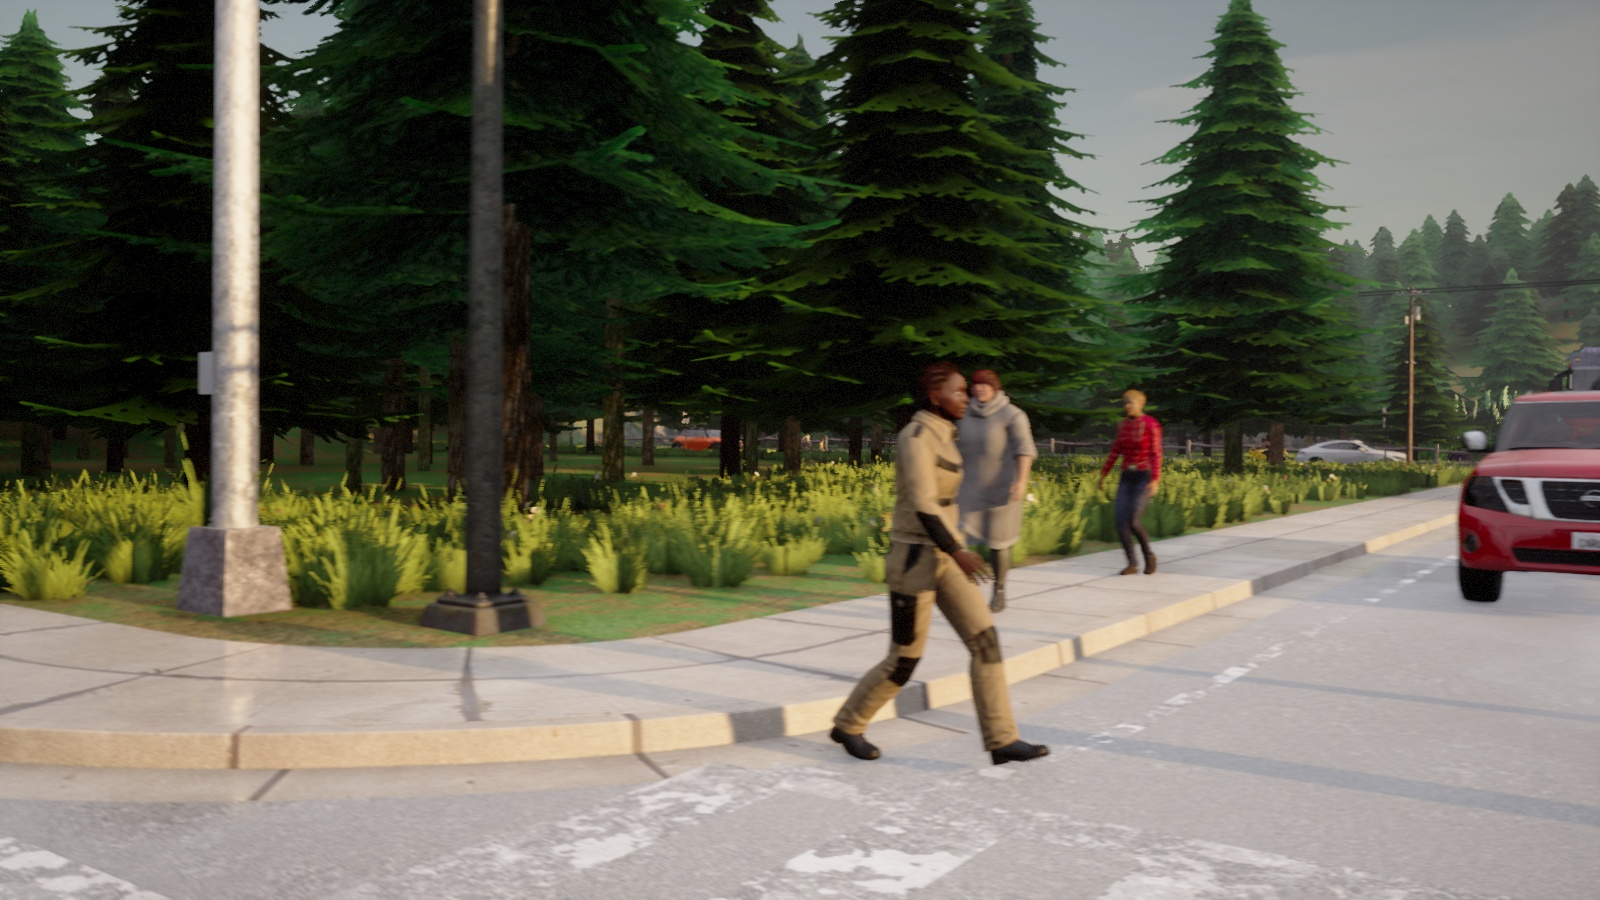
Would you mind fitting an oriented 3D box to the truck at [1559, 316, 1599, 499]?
[{"bbox_3d":[19.662,-0.945,29.254,2.891,3.827,8.468,0,1,35],"label":"truck"}]

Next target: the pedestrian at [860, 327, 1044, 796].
[{"bbox_3d":[0.666,0.457,5.491,0.692,1.930,0.396,0,1,28],"label":"pedestrian"}]

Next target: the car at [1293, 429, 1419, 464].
[{"bbox_3d":[24.061,-0.159,54.434,4.674,1.442,1.812,0,1,38],"label":"car"}]

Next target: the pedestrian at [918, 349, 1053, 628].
[{"bbox_3d":[1.389,0.264,9.331,0.659,1.952,0.873,0,1,35],"label":"pedestrian"}]

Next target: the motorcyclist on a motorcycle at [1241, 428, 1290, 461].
[{"bbox_3d":[22.306,-0.268,60.155,2.044,1.523,0.797,0,1,37],"label":"motorcyclist on a motorcycle"}]

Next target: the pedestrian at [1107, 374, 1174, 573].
[{"bbox_3d":[3.263,0.215,12.023,0.636,1.846,0.331,-1,1,-43],"label":"pedestrian"}]

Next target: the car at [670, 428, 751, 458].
[{"bbox_3d":[-5.435,-0.418,75.994,4.553,1.767,2.097,0,1,36],"label":"car"}]

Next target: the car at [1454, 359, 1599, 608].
[{"bbox_3d":[8.144,0.240,12.592,2.150,2.045,5.566,0,1,34],"label":"car"}]
